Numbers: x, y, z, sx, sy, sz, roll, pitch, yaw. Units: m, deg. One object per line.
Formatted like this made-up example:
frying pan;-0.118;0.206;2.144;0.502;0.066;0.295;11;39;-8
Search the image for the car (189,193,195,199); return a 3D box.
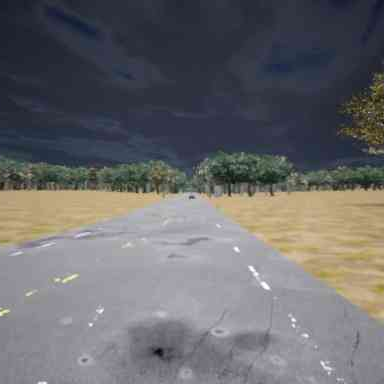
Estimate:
car;0.006;1.356;91.952;1.895;1.301;4.718;0;0;0
